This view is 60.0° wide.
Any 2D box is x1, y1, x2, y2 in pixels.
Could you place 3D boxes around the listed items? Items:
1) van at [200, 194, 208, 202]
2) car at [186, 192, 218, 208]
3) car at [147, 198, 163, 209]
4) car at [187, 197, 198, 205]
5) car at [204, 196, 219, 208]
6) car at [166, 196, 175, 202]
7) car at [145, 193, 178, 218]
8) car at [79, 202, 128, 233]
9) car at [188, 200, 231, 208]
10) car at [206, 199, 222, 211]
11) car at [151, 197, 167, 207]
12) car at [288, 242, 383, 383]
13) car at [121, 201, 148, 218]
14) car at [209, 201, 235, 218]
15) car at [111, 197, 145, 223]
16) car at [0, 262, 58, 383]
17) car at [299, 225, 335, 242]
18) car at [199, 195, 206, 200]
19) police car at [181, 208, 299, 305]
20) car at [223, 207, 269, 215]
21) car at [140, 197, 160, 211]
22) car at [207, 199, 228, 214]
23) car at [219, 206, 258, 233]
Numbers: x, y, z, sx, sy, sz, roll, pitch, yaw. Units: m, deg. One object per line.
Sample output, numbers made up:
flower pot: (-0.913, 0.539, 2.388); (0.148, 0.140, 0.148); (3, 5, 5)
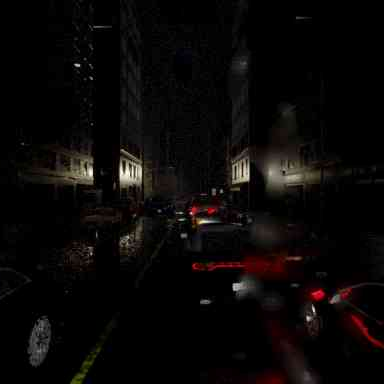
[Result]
van: (2.844, 1.359, 80.260); (1.690, 1.788, 3.998); (0, 0, 0)
car: (0.887, 1.230, 24.242); (2.150, 2.045, 5.566); (0, 0, 0)
car: (-5.266, 1.537, 47.502); (1.752, 1.417, 4.829); (0, 0, 0)
car: (0.152, 1.615, 58.945); (1.895, 1.301, 4.718); (0, 0, 0)
car: (2.760, 1.451, 47.660); (1.967, 1.590, 4.097); (0, 0, 0)
car: (-5.181, 1.569, 80.272); (2.008, 1.369, 4.403); (0, 0, 0)
car: (-2.671, 1.228, 30.128); (2.150, 2.045, 5.566); (0, 0, 0)
car: (-5.333, 1.529, 19.912); (1.752, 1.417, 4.829); (0, 0, 0)
car: (0.855, 1.460, 18.405); (1.801, 1.575, 5.366); (0, 0, 0)
car: (2.745, 1.592, 42.141); (1.802, 1.307, 4.206); (0, 0, 0)
car: (-5.251, 1.563, 53.191); (2.008, 1.369, 4.403); (0, 0, 0)
car: (2.645, 1.566, 3.509); (1.947, 1.339, 4.313); (0, 0, 0)
car: (-5.308, 1.589, 31.117); (1.802, 1.307, 4.206); (0, 0, 0)
car: (2.717, 1.558, 31.104); (2.008, 1.369, 4.403); (0, 0, 0)
car: (-5.323, 1.320, 25.599); (2.192, 1.841, 5.009); (0, 0, 0)
car: (-2.842, 1.491, 2.864); (2.128, 1.511, 4.902); (0, 0, 0)
car: (2.660, 1.546, 9.027); (1.887, 1.381, 4.507); (0, 0, 0)
car: (2.874, 1.602, 91.622); (1.802, 1.307, 4.206); (0, 0, 0)
police car: (0.747, 1.426, 8.298); (1.930, 1.638, 5.238); (0, 0, -2)
car: (2.674, 1.553, 14.546); (2.008, 1.369, 4.403); (0, 0, 0)
car: (-5.280, 1.450, 42.155); (1.967, 1.590, 4.097); (0, 0, 0)
car: (2.731, 1.559, 36.622); (2.008, 1.369, 4.403); (0, 0, 0)
car: (2.688, 1.586, 20.065); (1.802, 1.307, 4.206); (0, 0, 0)
